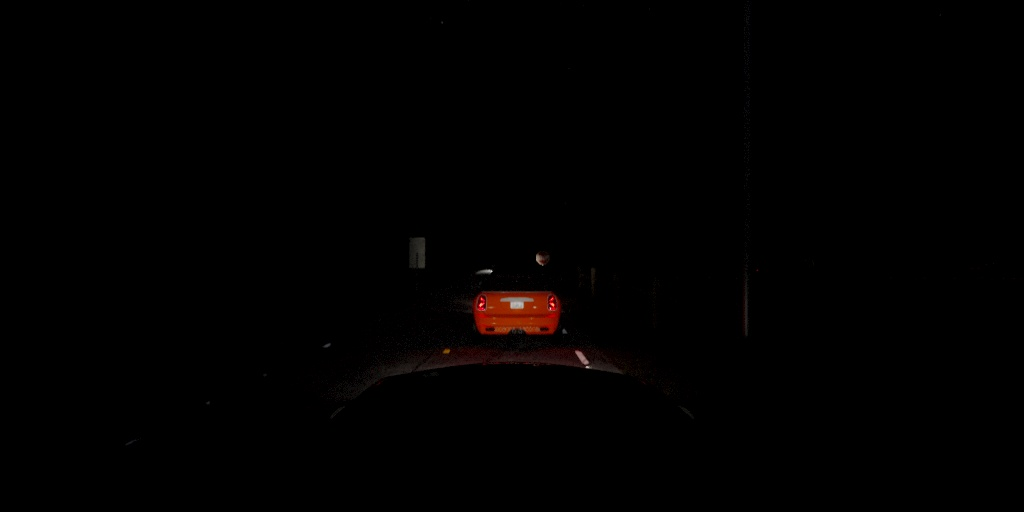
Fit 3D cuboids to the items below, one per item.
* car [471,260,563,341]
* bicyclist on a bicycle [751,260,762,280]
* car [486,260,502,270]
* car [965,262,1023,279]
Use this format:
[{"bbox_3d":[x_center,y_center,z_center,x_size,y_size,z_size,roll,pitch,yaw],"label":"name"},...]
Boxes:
[{"bbox_3d":[0.103,1.107,10.036,2.097,1.767,4.553,0,0,0],"label":"car"},{"bbox_3d":[19.941,1.184,29.422,0.582,1.620,1.656,0,0,0],"label":"bicyclist on a bicycle"},{"bbox_3d":[-2.776,1.410,56.586,2.128,1.511,4.902,0,0,0],"label":"car"},{"bbox_3d":[44.406,1.303,32.542,5.008,1.535,1.882,0,-2,0],"label":"car"}]
